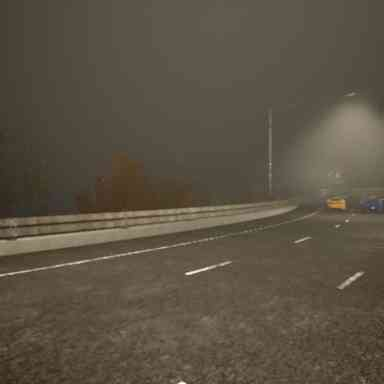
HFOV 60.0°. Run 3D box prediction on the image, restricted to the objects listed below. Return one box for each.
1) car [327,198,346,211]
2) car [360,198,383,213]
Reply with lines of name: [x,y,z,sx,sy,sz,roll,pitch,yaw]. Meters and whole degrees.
car: [16.817,1.399,38.875,1.882,1.535,5.008,0,0,24]
car: [19.316,1.414,35.869,1.882,1.535,5.008,0,0,25]
